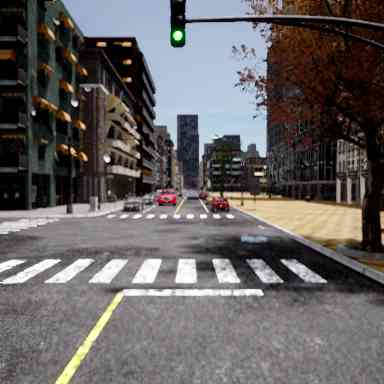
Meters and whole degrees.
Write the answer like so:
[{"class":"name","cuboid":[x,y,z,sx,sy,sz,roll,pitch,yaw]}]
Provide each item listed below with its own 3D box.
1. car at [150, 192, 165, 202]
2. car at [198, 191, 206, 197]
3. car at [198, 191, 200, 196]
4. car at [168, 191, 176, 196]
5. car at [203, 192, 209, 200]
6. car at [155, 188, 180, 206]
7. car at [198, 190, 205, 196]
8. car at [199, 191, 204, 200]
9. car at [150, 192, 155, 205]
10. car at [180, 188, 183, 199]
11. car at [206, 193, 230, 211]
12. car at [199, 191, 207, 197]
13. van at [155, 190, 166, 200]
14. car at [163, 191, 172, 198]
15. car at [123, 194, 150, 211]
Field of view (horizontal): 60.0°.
[{"class":"car","cuboid":[-5.674,0.741,54.940,1.967,1.590,4.097,0,1,0]},{"class":"car","cuboid":[2.714,0.459,88.132,2.008,1.369,4.403,0,1,0]},{"class":"car","cuboid":[2.710,0.624,71.705,1.752,1.417,4.829,0,1,0]},{"class":"car","cuboid":[-5.665,0.396,93.666,2.008,1.369,4.403,0,1,0]},{"class":"car","cuboid":[2.703,0.958,44.044,1.752,1.417,4.829,0,1,0]},{"class":"car","cuboid":[-2.990,0.707,41.561,2.150,2.045,5.566,0,1,0]},{"class":"car","cuboid":[2.716,0.286,93.662,1.967,1.590,4.097,0,1,0]},{"class":"car","cuboid":[2.707,0.816,60.471,1.802,1.307,4.206,0,1,0]},{"class":"car","cuboid":[-5.677,0.986,43.877,2.008,1.369,4.403,0,1,0]},{"class":"car","cuboid":[-2.982,0.245,66.303,2.150,2.045,5.566,0,1,0]},{"class":"car","cuboid":[2.700,1.117,32.809,1.887,1.381,4.507,0,1,0]},{"class":"car","cuboid":[2.713,0.516,82.600,1.887,1.381,4.507,0,1,0]},{"class":"van","cuboid":[-5.673,0.575,60.471,1.690,1.788,3.998,0,1,0]},{"class":"car","cuboid":[-5.669,0.476,77.069,1.967,1.590,4.097,0,1,0]},{"class":"car","cuboid":[-5.680,1.123,32.812,2.008,1.369,4.403,0,1,0]}]
